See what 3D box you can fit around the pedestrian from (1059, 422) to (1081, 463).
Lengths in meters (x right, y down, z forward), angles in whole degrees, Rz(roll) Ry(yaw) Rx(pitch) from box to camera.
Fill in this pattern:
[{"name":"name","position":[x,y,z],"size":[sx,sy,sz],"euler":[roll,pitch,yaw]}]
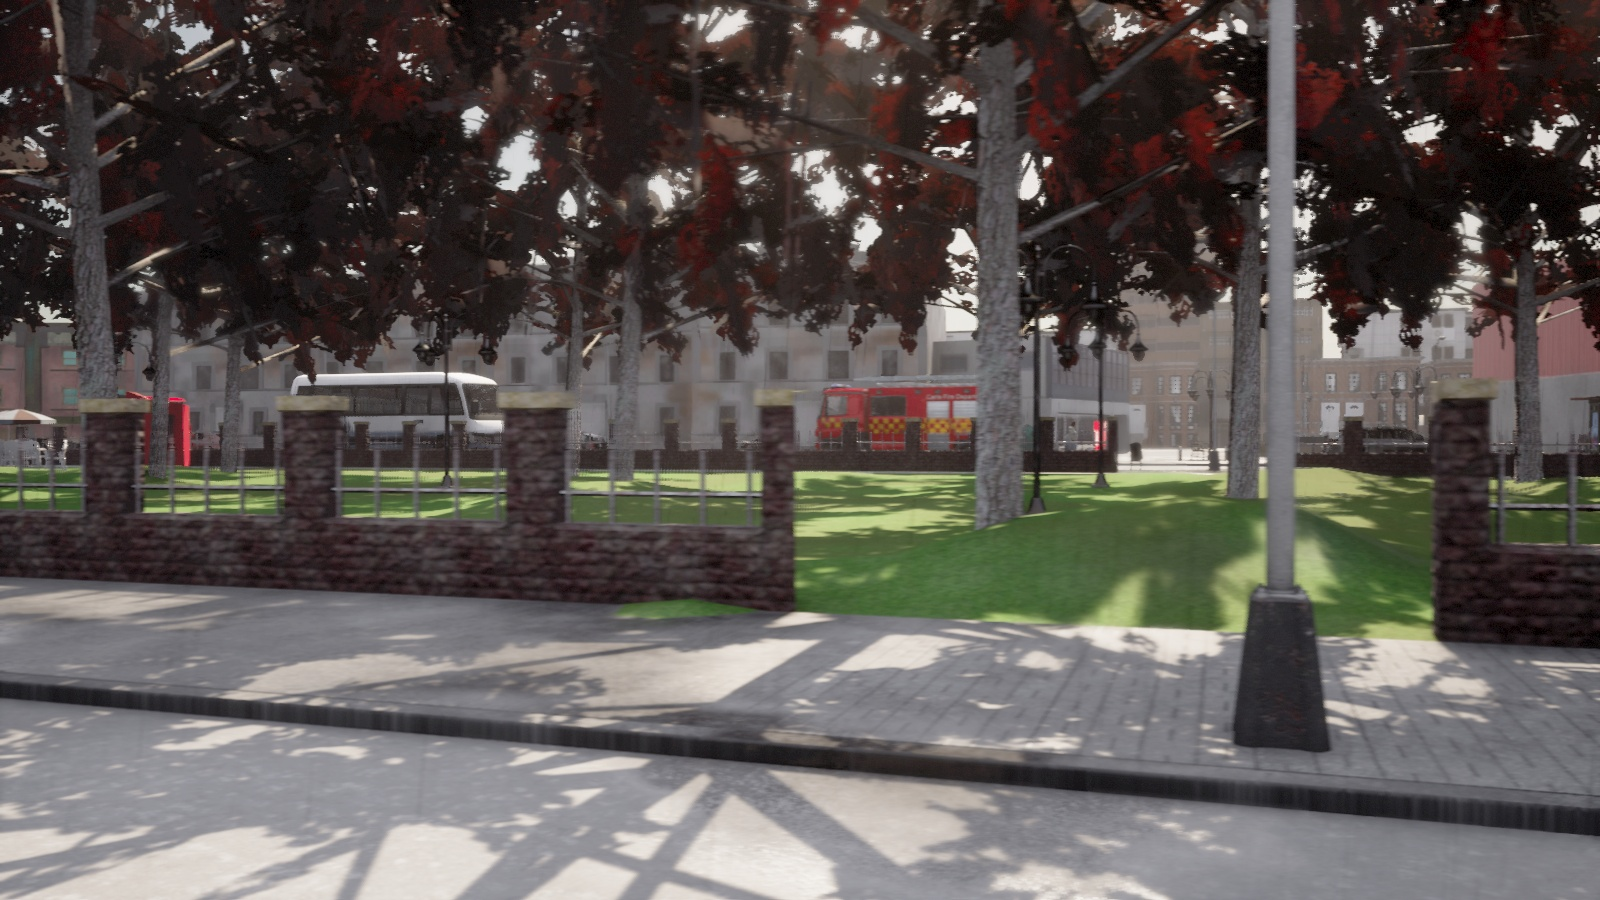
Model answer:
[{"name":"pedestrian","position":[12.502,-0.342,58.103],"size":[0.900,1.855,0.874],"euler":[1,1,20]}]

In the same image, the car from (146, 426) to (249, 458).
[{"name":"car","position":[-31.802,-0.427,66.280],"size":[4.856,1.649,2.033],"euler":[1,1,18]}]

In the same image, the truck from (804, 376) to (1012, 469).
[{"name":"truck","position":[4.646,-1.188,54.119],"size":[8.468,3.827,2.891],"euler":[1,1,18]}]

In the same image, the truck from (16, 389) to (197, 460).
[{"name":"truck","position":[-34.866,-1.301,63.198],"size":[7.936,3.462,2.891],"euler":[0,1,10]}]

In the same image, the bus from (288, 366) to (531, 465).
[{"name":"bus","position":[-17.819,-1.538,57.378],"size":[10.273,4.253,3.944],"euler":[1,1,19]}]

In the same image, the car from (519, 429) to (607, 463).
[{"name":"car","position":[-11.206,-0.190,59.419],"size":[3.705,1.549,1.789],"euler":[1,1,18]}]

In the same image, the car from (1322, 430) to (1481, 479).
[{"name":"car","position":[21.154,0.126,44.397],"size":[4.856,1.649,2.033],"euler":[1,1,19]}]
